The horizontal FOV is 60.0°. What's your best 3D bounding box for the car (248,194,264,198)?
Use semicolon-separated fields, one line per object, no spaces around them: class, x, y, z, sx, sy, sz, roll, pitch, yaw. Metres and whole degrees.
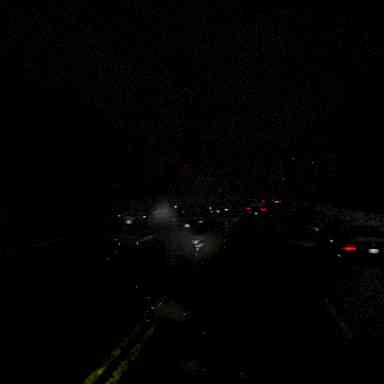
car;8.680;1.278;44.506;2.150;2.045;5.566;2;0;12

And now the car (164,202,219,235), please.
car;0.135;1.523;18.738;1.994;1.385;4.181;2;0;11

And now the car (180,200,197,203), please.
car;-0.380;1.470;32.481;1.895;1.301;4.718;2;0;11

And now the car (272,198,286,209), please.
car;13.088;1.637;49.925;2.128;1.511;4.902;2;0;11

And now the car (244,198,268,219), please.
car;5.886;1.605;30.285;1.812;1.442;4.674;2;0;12

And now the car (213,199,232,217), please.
car;2.816;1.483;31.883;1.837;1.490;4.892;2;0;11

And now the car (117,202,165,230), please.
car;-2.894;1.349;20.148;2.128;1.511;4.902;2;0;11

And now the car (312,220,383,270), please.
car;5.578;1.703;11.741;2.033;1.411;5.357;2;0;12
